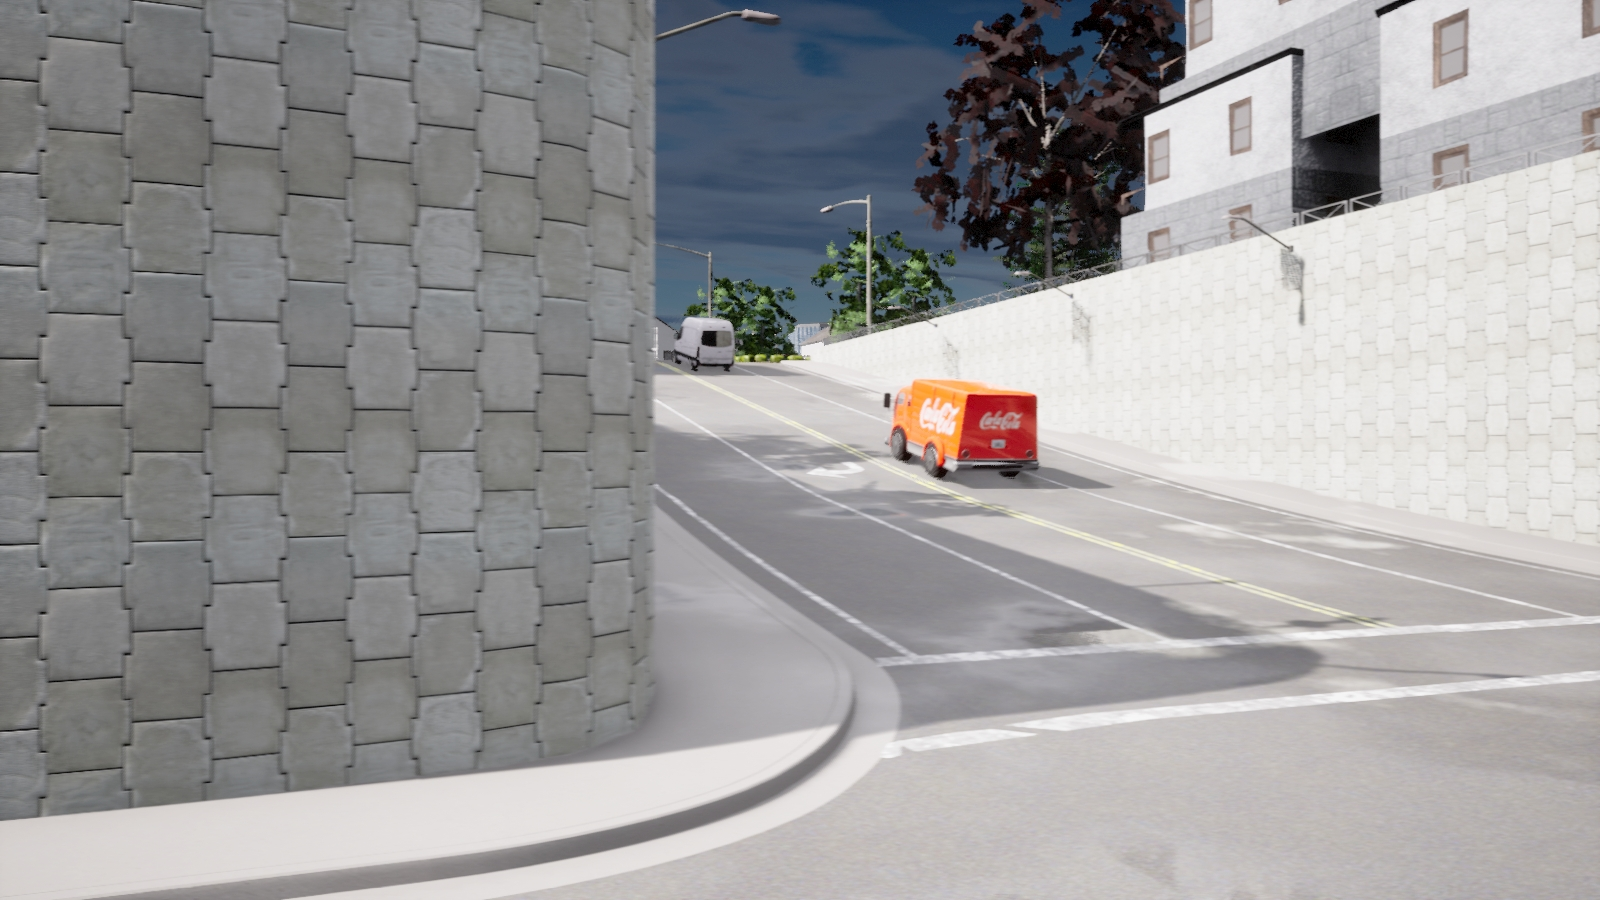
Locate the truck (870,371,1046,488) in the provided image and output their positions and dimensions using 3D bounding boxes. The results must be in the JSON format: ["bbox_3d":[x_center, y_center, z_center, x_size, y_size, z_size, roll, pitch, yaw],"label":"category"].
[{"bbox_3d":[4.216,-0.676,31.699,2.627,2.467,5.204,0,9,-19],"label":"truck"}]

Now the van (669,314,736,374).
[{"bbox_3d":[-5.102,-5.521,58.973,1.988,2.561,5.915,0,10,-19],"label":"van"}]
